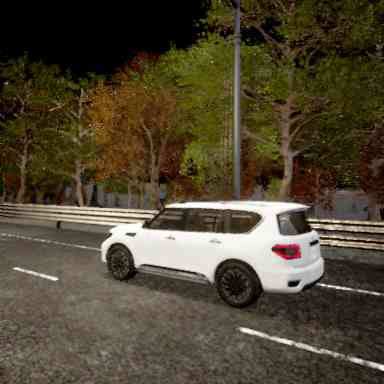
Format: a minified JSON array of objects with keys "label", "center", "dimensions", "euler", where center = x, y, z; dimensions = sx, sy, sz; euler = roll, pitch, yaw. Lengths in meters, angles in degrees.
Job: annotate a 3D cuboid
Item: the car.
[{"label":"car","center":[0.224,1.226,8.133],"dimensions":[5.566,2.045,2.150],"euler":[1,0,36]}]
